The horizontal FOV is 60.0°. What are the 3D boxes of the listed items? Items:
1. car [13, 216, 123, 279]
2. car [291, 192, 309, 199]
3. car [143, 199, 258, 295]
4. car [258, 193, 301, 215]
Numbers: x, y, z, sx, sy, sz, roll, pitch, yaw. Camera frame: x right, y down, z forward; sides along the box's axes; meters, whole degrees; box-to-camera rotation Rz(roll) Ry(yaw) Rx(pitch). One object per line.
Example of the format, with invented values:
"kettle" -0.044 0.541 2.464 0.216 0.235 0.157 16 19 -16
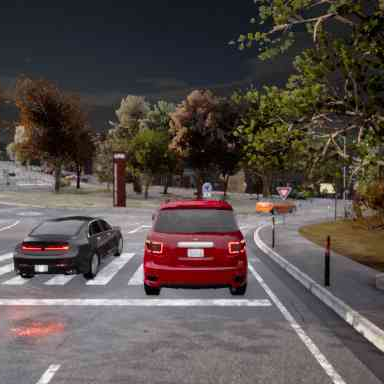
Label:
"car" -3.387 1.474 9.974 1.837 1.490 4.892 0 0 1
"car" 19.428 0.629 62.107 2.033 1.411 5.357 -1 2 -21
"car" 0.067 1.197 8.792 2.150 2.045 5.566 0 0 0
"car" 8.393 1.295 33.098 4.553 1.767 2.097 0 2 -41
